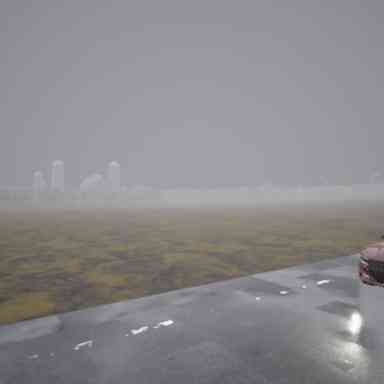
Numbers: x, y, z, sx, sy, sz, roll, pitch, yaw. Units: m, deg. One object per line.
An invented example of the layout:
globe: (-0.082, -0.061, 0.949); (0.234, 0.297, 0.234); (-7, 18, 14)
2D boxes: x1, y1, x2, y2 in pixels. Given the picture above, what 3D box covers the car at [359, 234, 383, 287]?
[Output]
car: (6.167, 1.501, 8.388); (5.008, 1.535, 1.882); (0, 0, -35)
